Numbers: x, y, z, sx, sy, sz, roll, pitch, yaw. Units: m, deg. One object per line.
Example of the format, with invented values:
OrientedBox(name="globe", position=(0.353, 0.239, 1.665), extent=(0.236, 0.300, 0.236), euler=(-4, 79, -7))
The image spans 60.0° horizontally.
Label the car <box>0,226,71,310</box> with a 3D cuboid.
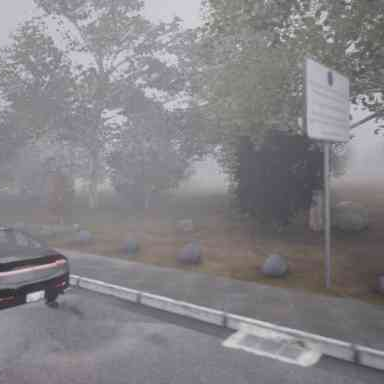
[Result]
OrientedBox(name="car", position=(-4.494, 1.455, 6.774), extent=(4.902, 1.511, 2.128), euler=(0, 0, 36))
